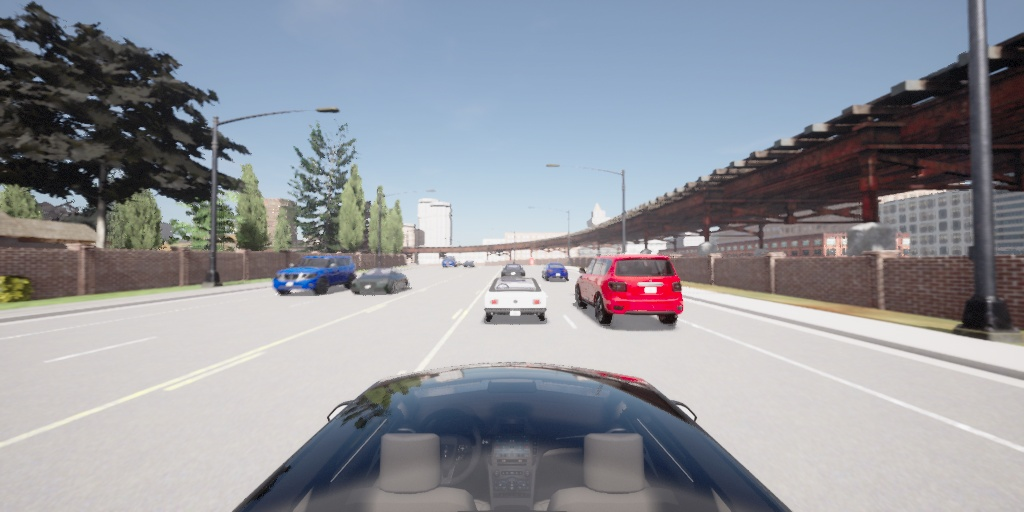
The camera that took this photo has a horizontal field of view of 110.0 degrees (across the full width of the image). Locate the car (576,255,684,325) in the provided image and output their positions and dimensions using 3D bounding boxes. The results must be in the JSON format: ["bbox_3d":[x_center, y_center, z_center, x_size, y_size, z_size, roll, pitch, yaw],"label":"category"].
[{"bbox_3d":[3.601,0.976,11.997,2.150,2.045,5.566,0,0,0],"label":"car"}]

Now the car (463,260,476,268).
[{"bbox_3d":[-7.167,1.320,60.869,2.033,1.411,5.357,0,0,-2],"label":"car"}]

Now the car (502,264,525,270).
[{"bbox_3d":[0.104,1.327,29.792,1.994,1.385,4.181,0,0,0],"label":"car"}]

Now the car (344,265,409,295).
[{"bbox_3d":[-7.097,1.323,19.642,1.994,1.385,4.181,0,0,0],"label":"car"}]

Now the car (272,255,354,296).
[{"bbox_3d":[-10.598,0.980,19.854,2.150,2.045,5.566,0,0,0],"label":"car"}]

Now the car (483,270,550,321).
[{"bbox_3d":[0.100,1.356,12.548,1.895,1.301,4.718,0,0,0],"label":"car"}]

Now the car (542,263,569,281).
[{"bbox_3d":[3.603,1.289,30.311,1.812,1.442,4.674,0,0,0],"label":"car"}]

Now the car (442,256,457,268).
[{"bbox_3d":[-10.767,0.986,62.056,2.150,2.045,5.566,0,0,-3],"label":"car"}]
